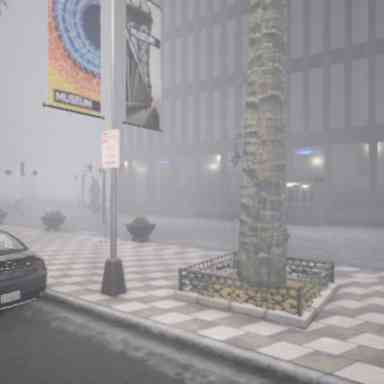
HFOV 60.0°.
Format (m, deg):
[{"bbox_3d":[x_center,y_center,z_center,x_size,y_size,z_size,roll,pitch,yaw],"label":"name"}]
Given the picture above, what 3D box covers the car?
[{"bbox_3d":[-4.952,1.463,6.894,4.892,1.521,2.231,0,0,36],"label":"car"}]
